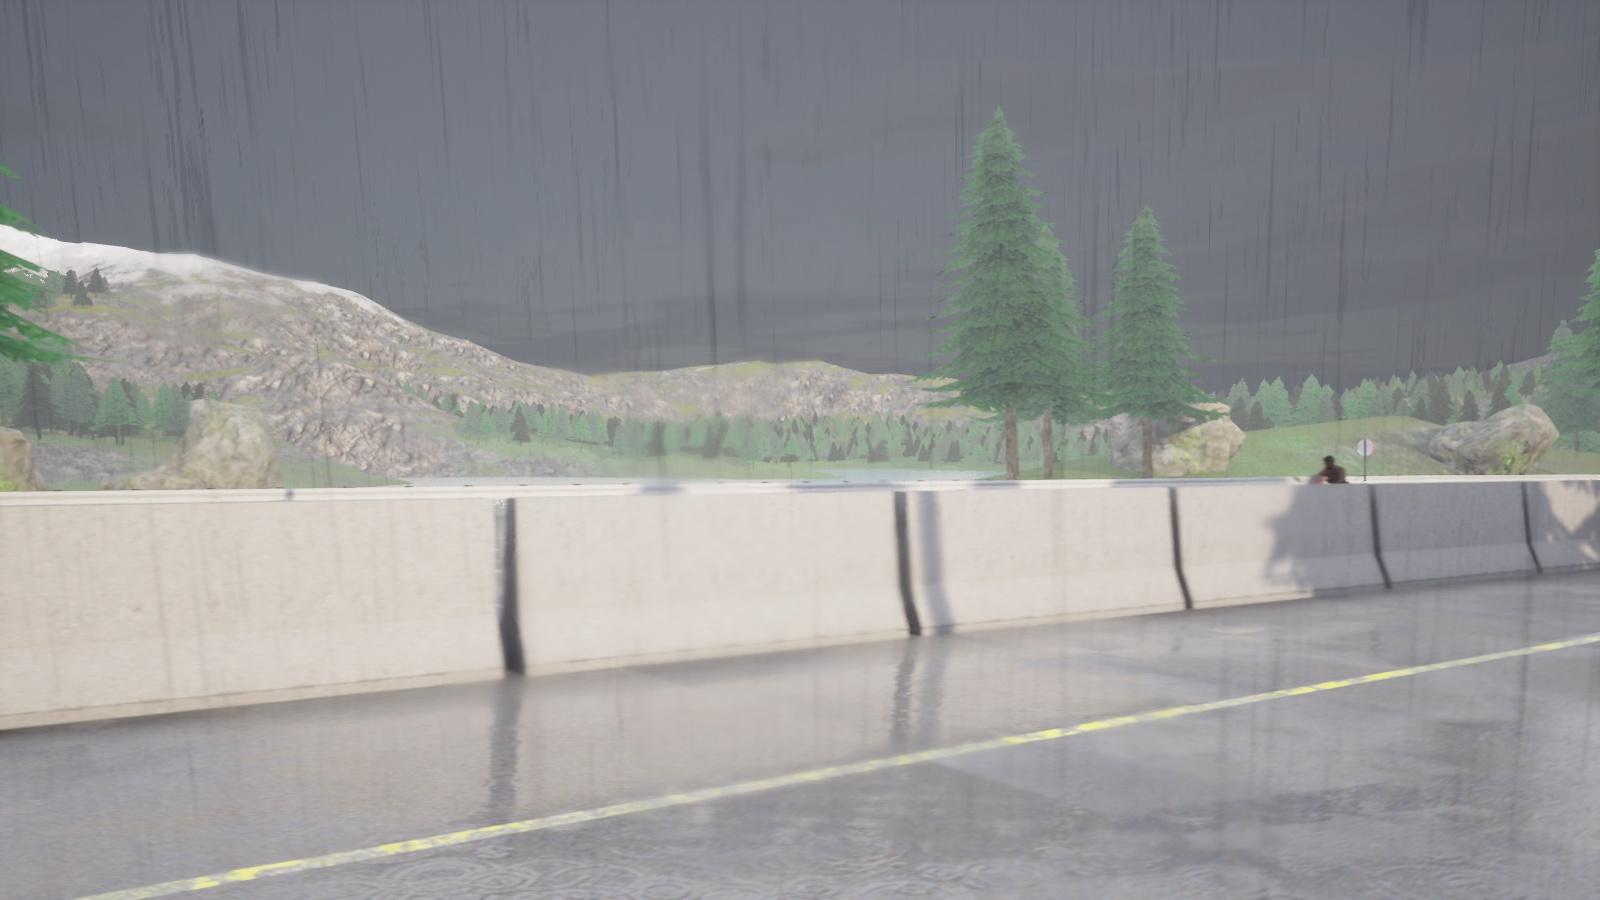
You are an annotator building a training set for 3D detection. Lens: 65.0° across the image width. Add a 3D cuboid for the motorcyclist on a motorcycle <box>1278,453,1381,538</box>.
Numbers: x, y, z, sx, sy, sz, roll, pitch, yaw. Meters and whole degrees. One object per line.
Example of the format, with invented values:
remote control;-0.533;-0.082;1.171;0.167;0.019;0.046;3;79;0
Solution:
motorcyclist on a motorcycle;9.841;0.819;23.308;2.044;1.523;0.797;0;0;-35
